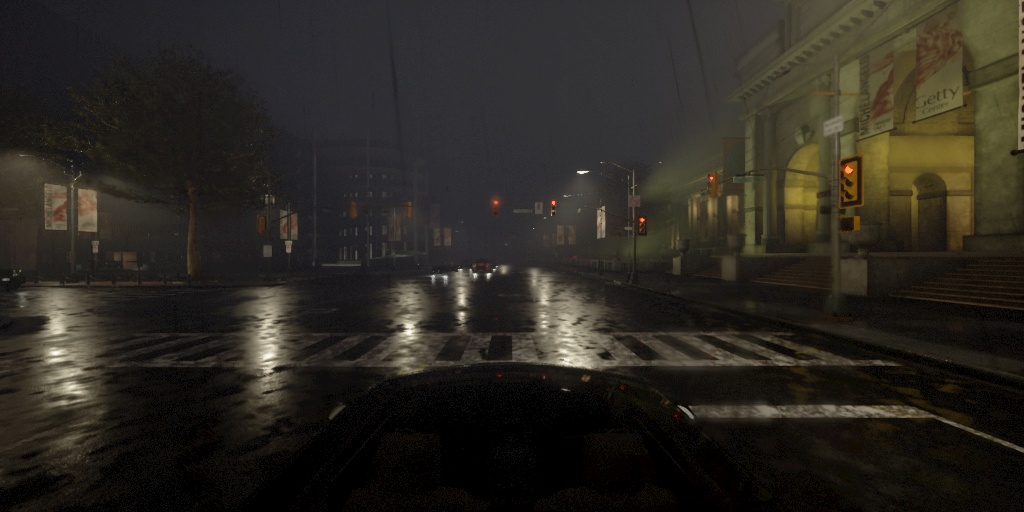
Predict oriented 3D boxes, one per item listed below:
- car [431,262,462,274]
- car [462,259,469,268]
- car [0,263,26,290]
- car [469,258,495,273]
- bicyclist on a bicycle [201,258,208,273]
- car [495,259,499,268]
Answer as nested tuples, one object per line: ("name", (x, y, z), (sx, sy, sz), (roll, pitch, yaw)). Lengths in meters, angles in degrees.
("car", (-7.755, 1.350, 41.739), (1.895, 1.301, 4.718), (0, 0, 9))
("car", (-7.094, 1.255, 56.825), (1.837, 1.490, 4.892), (0, 0, 0))
("car", (-31.114, 0.971, 20.095), (5.566, 2.045, 2.150), (0, 0, 0))
("car", (-3.595, 1.100, 43.616), (2.097, 1.767, 4.553), (0, 0, 0))
("bicyclist on a bicycle", (-34.228, 1.050, 39.560), (0.582, 1.620, 1.656), (0, 0, 0))
("car", (-3.602, 1.227, 58.049), (1.882, 1.535, 5.008), (0, 0, 0))
